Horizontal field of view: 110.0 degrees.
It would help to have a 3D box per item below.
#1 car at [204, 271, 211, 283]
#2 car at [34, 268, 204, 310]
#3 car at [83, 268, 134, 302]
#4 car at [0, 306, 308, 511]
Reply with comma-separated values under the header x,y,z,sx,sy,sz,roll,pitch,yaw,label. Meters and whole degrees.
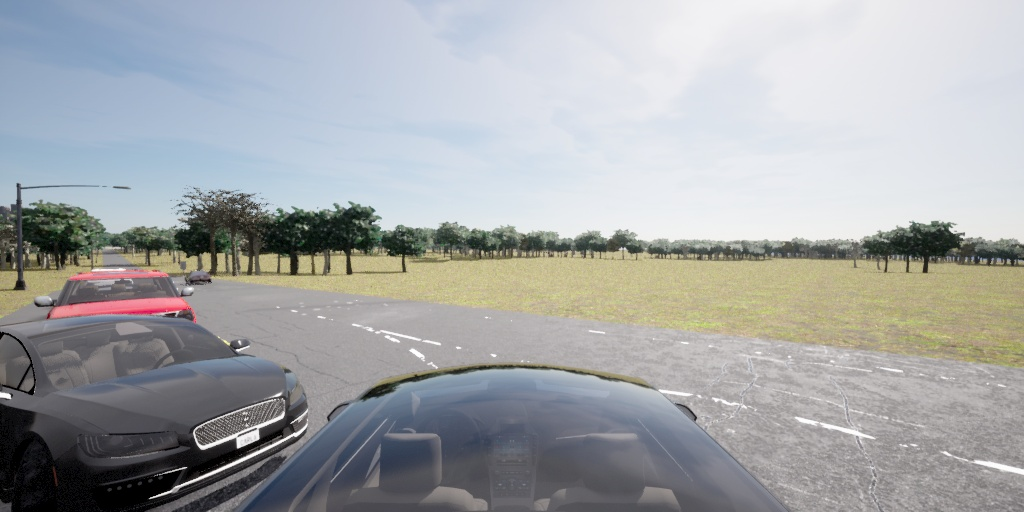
x,y,z,sx,sy,sz,roll,pitch,yaw,label
-36.412,2.475,41.560,5.357,1.411,2.033,-2,0,41,car
-9.426,1.384,8.668,5.566,2.045,2.150,-2,0,41,car
-27.924,1.886,24.854,5.566,2.045,2.150,-2,0,41,car
-4.540,1.445,3.996,4.892,1.490,1.837,-3,-3,21,car
